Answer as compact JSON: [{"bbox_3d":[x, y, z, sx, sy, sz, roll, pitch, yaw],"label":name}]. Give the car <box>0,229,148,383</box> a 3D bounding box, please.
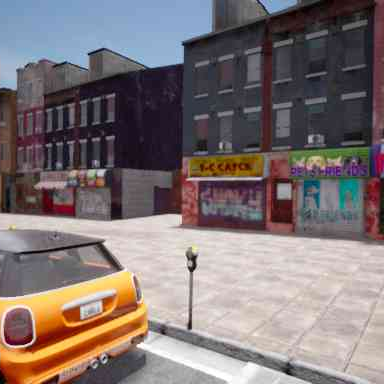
[{"bbox_3d":[-2.864,1.350,5.000,4.553,1.767,2.097,0,0,36],"label":"car"}]
